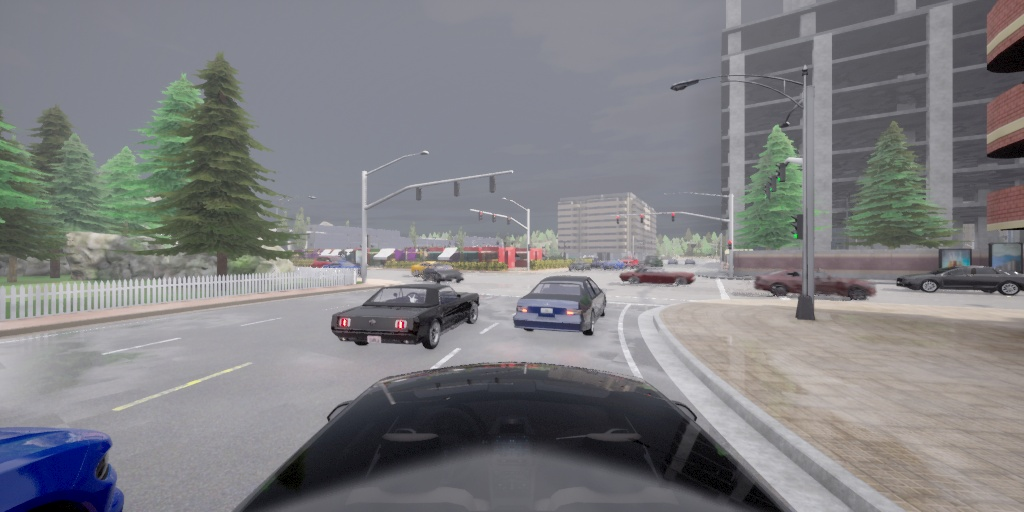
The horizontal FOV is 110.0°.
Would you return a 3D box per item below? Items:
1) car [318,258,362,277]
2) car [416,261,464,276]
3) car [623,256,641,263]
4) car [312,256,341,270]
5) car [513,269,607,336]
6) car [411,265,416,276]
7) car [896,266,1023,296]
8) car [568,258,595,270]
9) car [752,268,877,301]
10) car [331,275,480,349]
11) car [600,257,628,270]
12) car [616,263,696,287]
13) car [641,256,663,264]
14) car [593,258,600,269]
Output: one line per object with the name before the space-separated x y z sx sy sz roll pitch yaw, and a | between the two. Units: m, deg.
car | -16.701 1.283 35.782 5.008 1.535 1.882 0 0 30
car | -5.409 1.343 27.457 2.033 1.411 5.357 0 0 -31
car | 18.721 0.972 57.301 2.150 2.045 5.566 0 0 30
car | -21.305 1.026 42.485 5.566 2.045 2.150 0 0 30
car | 1.655 1.297 10.576 2.033 1.411 5.357 0 0 20
car | -7.490 1.283 34.563 5.008 1.535 1.882 0 0 29
car | 24.995 1.310 20.017 4.892 1.490 1.837 0 0 30
car | 8.939 1.314 47.202 1.994 1.385 4.181 0 0 30
car | 14.670 1.334 17.682 4.674 1.442 1.812 0 0 30
car | -2.278 1.351 9.211 1.895 1.301 4.718 0 0 11
car | 13.943 1.228 48.927 1.882 1.535 5.008 0 0 30
car | 9.915 1.380 24.459 4.718 1.301 1.895 0 0 30
car | 22.052 0.971 55.718 2.150 2.045 5.566 0 0 30
car | 13.270 1.351 54.817 1.895 1.301 4.718 0 0 30
